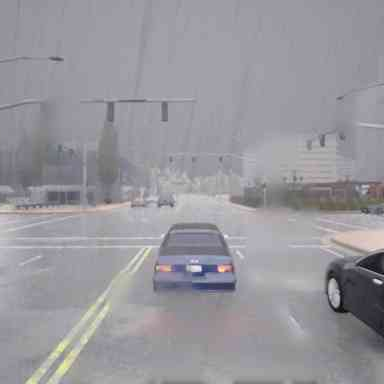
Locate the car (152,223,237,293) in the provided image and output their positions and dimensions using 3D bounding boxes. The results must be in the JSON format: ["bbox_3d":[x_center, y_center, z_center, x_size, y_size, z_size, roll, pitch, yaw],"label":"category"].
[{"bbox_3d":[0.056,1.544,8.993,2.033,1.411,5.357,0,0,0],"label":"car"}]

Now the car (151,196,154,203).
[{"bbox_3d":[-7.234,1.503,62.196,1.812,1.442,4.674,0,0,0],"label":"car"}]

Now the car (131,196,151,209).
[{"bbox_3d":[-7.226,1.510,45.915,1.812,1.442,4.674,0,0,0],"label":"car"}]

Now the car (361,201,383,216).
[{"bbox_3d":[18.636,1.552,31.965,4.181,1.385,1.994,0,0,-2],"label":"car"}]

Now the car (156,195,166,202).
[{"bbox_3d":[-7.224,1.460,77.391,1.837,1.490,4.892,0,0,0],"label":"car"}]

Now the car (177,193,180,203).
[{"bbox_3d":[-3.735,1.502,63.750,1.812,1.442,4.674,0,0,0],"label":"car"}]

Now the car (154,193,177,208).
[{"bbox_3d":[-3.726,1.200,48.346,2.150,2.045,5.566,0,1,0],"label":"car"}]

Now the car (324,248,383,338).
[{"bbox_3d":[3.548,1.503,4.746,1.837,1.490,4.892,0,0,0],"label":"car"}]
